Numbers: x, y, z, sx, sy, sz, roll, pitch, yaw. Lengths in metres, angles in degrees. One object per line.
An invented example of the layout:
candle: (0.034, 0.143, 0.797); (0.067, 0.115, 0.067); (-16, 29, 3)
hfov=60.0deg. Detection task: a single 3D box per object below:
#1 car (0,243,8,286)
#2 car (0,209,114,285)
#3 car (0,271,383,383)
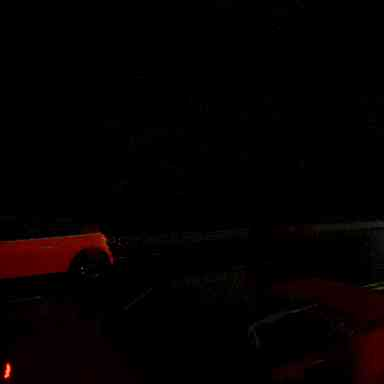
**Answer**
car: (-5.324, 1.541, 3.851); (5.357, 1.411, 2.033); (0, 0, -34)
car: (-4.391, 1.353, 8.255); (4.553, 1.767, 2.097); (0, 0, -32)
car: (0.683, 1.603, 3.595); (4.718, 1.301, 1.895); (0, 0, -32)
